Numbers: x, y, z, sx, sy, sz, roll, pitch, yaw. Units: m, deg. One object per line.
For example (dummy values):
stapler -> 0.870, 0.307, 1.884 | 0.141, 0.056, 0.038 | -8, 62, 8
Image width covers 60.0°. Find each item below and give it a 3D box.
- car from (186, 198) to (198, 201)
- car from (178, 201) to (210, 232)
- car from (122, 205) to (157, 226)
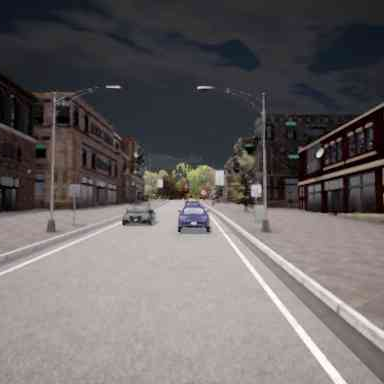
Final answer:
car -> 0.021, 1.513, 40.518 | 2.128, 1.511, 4.902 | 0, 0, -1
car -> 0.100, 1.537, 20.301 | 1.812, 1.442, 4.674 | 0, 0, 0
car -> -3.591, 1.577, 23.198 | 1.994, 1.385, 4.181 | 0, 0, 0
